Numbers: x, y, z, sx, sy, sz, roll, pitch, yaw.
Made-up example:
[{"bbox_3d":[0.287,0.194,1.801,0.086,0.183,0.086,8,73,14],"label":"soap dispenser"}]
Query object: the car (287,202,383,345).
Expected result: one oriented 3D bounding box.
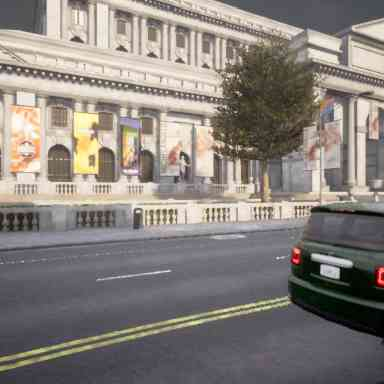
[{"bbox_3d":[4.210,1.215,5.845,5.566,2.045,2.150,1,0,-29],"label":"car"}]
